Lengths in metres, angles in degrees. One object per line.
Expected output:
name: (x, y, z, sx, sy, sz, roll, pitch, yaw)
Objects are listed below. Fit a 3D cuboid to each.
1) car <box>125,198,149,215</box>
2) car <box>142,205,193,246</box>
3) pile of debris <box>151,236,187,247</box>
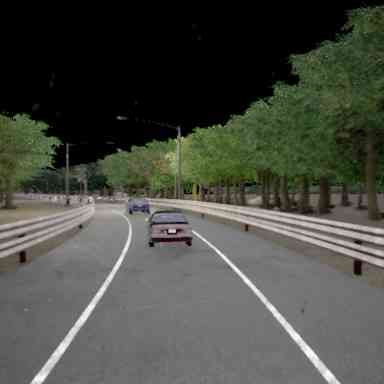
car: (-5.900, 1.393, 35.485, 2.097, 1.767, 4.553, 0, 0, -18)
car: (-1.140, 1.560, 15.390, 2.033, 1.411, 5.357, 0, 0, -8)
pile of debris: (-1.061, 2.187, 14.803, 1.500, 0.140, 1.860, 0, 0, -8)
